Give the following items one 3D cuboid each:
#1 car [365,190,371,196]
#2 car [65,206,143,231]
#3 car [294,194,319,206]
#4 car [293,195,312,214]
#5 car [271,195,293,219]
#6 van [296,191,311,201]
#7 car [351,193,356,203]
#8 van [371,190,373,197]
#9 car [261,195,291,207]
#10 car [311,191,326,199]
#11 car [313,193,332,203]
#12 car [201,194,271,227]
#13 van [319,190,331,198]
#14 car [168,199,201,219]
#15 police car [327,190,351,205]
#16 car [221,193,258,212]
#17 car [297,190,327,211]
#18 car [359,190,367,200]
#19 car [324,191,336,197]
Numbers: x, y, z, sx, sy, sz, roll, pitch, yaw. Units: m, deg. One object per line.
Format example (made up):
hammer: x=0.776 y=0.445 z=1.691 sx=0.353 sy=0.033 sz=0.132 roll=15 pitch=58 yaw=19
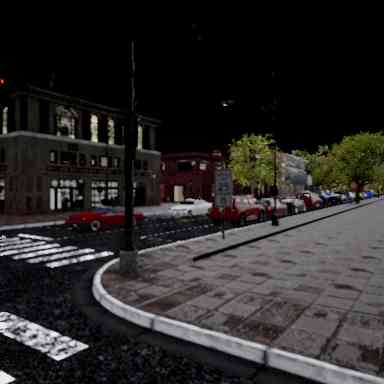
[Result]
car: x=34.539 y=0.702 z=67.713 sx=1.752 sy=1.417 sz=4.829 roll=1 pitch=1 yaw=34
car: x=-5.199 y=1.513 z=20.124 sx=1.895 sy=1.301 sz=4.718 roll=0 pitch=1 yaw=34
car: x=15.366 y=1.064 z=44.481 sx=1.812 sy=1.442 sz=4.674 roll=0 pitch=1 yaw=35
car: x=9.329 y=1.269 z=31.030 sx=2.008 sy=1.369 sz=4.403 roll=1 pitch=1 yaw=34
car: x=6.190 y=1.224 z=26.459 sx=1.967 sy=1.590 sz=4.097 roll=1 pitch=1 yaw=34
van: x=21.251 y=0.641 z=63.170 sx=1.690 sy=1.788 sz=3.998 roll=1 pitch=1 yaw=34
car: x=24.083 y=0.764 z=51.769 sx=2.097 sy=1.767 sz=4.553 roll=0 pitch=1 yaw=34
van: x=40.722 y=0.383 z=76.707 sx=1.690 sy=1.788 sz=3.998 roll=1 pitch=1 yaw=34
car: x=11.145 y=1.115 z=43.843 sx=2.033 sy=1.411 sz=5.357 roll=0 pitch=1 yaw=35
car: x=27.529 y=0.604 z=72.308 sx=1.967 sy=1.590 sz=4.097 roll=1 pitch=1 yaw=34
car: x=20.374 y=0.956 z=51.867 sx=1.812 sy=1.442 sz=4.674 roll=0 pitch=1 yaw=34
car: x=3.051 y=1.165 z=21.889 sx=2.192 sy=1.841 sz=5.009 roll=1 pitch=1 yaw=34
van: x=30.668 y=0.436 z=76.873 sx=1.690 sy=1.788 sz=3.998 roll=1 pitch=1 yaw=34
car: x=-0.018 y=1.329 z=27.668 sx=1.812 sy=1.442 sz=4.674 roll=0 pitch=1 yaw=35
police car: x=20.215 y=0.920 z=46.104 sx=1.930 sy=1.638 sz=5.238 roll=0 pitch=1 yaw=34
car: x=5.109 y=1.047 z=35.115 sx=2.097 sy=1.767 sz=4.553 roll=0 pitch=1 yaw=35
car: x=12.469 y=0.967 z=35.594 sx=2.192 sy=1.841 sz=5.009 roll=1 pitch=1 yaw=34
car: x=31.303 y=0.829 z=63.006 sx=1.802 sy=1.307 sz=4.206 roll=1 pitch=1 yaw=34
car: x=33.807 y=0.577 z=81.446 sx=2.008 sy=1.369 sz=4.403 roll=1 pitch=1 yaw=34
